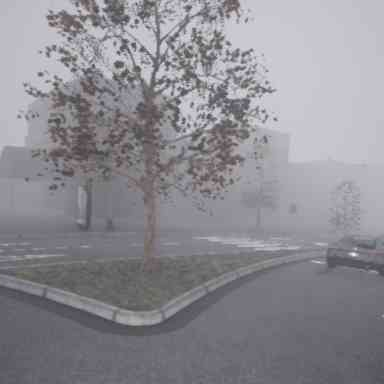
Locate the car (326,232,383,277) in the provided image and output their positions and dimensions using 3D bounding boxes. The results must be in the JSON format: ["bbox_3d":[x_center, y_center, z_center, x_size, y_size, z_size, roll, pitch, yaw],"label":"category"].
[{"bbox_3d":[6.703,2.259,12.823,1.994,1.385,4.181,2,-4,38],"label":"car"}]
